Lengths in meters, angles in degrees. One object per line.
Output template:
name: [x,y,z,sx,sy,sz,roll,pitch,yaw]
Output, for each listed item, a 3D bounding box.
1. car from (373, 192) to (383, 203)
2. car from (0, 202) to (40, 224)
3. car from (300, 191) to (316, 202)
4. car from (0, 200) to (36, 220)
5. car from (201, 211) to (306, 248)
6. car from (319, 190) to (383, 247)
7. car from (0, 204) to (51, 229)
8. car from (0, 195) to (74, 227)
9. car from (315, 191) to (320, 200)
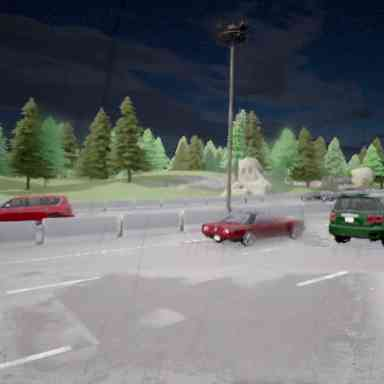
car: [25.959,0.683,43.921,4.181,1.385,1.994,-2,1,-35]
car: [-13.618,1.532,24.365,4.181,1.385,1.994,-1,0,-35]
car: [18.864,0.657,51.756,4.892,1.490,1.837,-2,1,-35]
car: [-15.626,1.473,27.233,4.892,1.490,1.837,-1,0,-35]
car: [2.797,1.487,14.335,4.718,1.301,1.895,-1,1,-35]
car: [7.929,1.058,13.696,5.566,2.045,2.150,-1,1,-35]
car: [-11.591,1.533,21.512,4.181,1.385,1.994,-1,0,-35]
car: [-9.549,1.190,18.673,5.566,2.045,2.150,-1,0,-35]
car: [20.905,0.647,48.918,4.902,1.511,2.128,-2,1,-35]
